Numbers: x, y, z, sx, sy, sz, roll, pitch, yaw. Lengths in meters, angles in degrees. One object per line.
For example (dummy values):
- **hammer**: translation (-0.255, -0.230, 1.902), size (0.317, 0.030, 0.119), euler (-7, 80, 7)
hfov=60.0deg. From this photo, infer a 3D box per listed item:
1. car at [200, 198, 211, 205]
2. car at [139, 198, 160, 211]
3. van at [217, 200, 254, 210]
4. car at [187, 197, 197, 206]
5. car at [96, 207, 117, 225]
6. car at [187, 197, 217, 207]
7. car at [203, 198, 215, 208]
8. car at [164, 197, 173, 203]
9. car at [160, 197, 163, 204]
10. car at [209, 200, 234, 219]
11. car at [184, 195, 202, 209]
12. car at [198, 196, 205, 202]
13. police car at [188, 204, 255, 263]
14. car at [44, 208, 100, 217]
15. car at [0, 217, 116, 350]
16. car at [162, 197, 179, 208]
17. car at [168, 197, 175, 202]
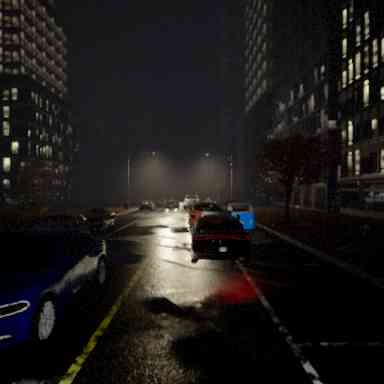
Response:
- **car**: translation (2.669, 1.835, 64.986), size (1.947, 1.339, 4.313), euler (-1, 0, 0)
- **car**: translation (-5.708, 1.719, 42.485), size (2.008, 1.369, 4.403), euler (-1, 0, 0)
- **van**: translation (2.671, 1.416, 19.989), size (1.690, 1.788, 3.998), euler (-1, 0, 0)
- **car**: translation (-0.008, 1.733, 62.149), size (1.882, 1.535, 5.008), euler (0, 0, 0)
- **car**: translation (-5.705, 1.626, 19.986), size (2.008, 1.369, 4.403), euler (-1, 0, 0)
- **car**: translation (0.886, 1.435, 22.086), size (2.097, 1.767, 4.553), euler (0, 0, 0)
- **car**: translation (2.670, 1.744, 53.908), size (1.752, 1.417, 4.829), euler (-1, 0, 0)
- **car**: translation (-5.714, 1.895, 81.860), size (1.887, 1.381, 4.507), euler (-1, 0, 0)
- **car**: translation (-5.713, 1.709, 64.986), size (1.967, 1.590, 4.097), euler (-1, 0, 0)
- **car**: translation (2.672, 1.561, 31.238), size (1.967, 1.590, 4.097), euler (-1, 0, 0)
- **car**: translation (-0.003, 1.414, 47.725), size (2.150, 2.045, 5.566), euler (0, 0, 0)
- **car**: translation (2.664, 1.933, 93.280), size (1.752, 1.417, 4.829), euler (-1, 0, 0)
- **police car**: translation (0.898, 1.470, 12.223), size (1.930, 1.638, 5.238), euler (0, 0, 0)
- **car**: translation (-5.703, 1.604, 14.361), size (2.008, 1.369, 4.403), euler (-1, 0, 0)
- **car**: translation (-3.100, 1.502, 6.603), size (1.882, 1.535, 5.008), euler (0, 0, 0)
- **car**: translation (-3.006, 1.811, 50.443), size (1.994, 1.385, 4.181), euler (0, 0, 0)
- **car**: translation (-5.715, 1.988, 93.109), size (1.802, 1.307, 4.206), euler (-1, 0, 0)
